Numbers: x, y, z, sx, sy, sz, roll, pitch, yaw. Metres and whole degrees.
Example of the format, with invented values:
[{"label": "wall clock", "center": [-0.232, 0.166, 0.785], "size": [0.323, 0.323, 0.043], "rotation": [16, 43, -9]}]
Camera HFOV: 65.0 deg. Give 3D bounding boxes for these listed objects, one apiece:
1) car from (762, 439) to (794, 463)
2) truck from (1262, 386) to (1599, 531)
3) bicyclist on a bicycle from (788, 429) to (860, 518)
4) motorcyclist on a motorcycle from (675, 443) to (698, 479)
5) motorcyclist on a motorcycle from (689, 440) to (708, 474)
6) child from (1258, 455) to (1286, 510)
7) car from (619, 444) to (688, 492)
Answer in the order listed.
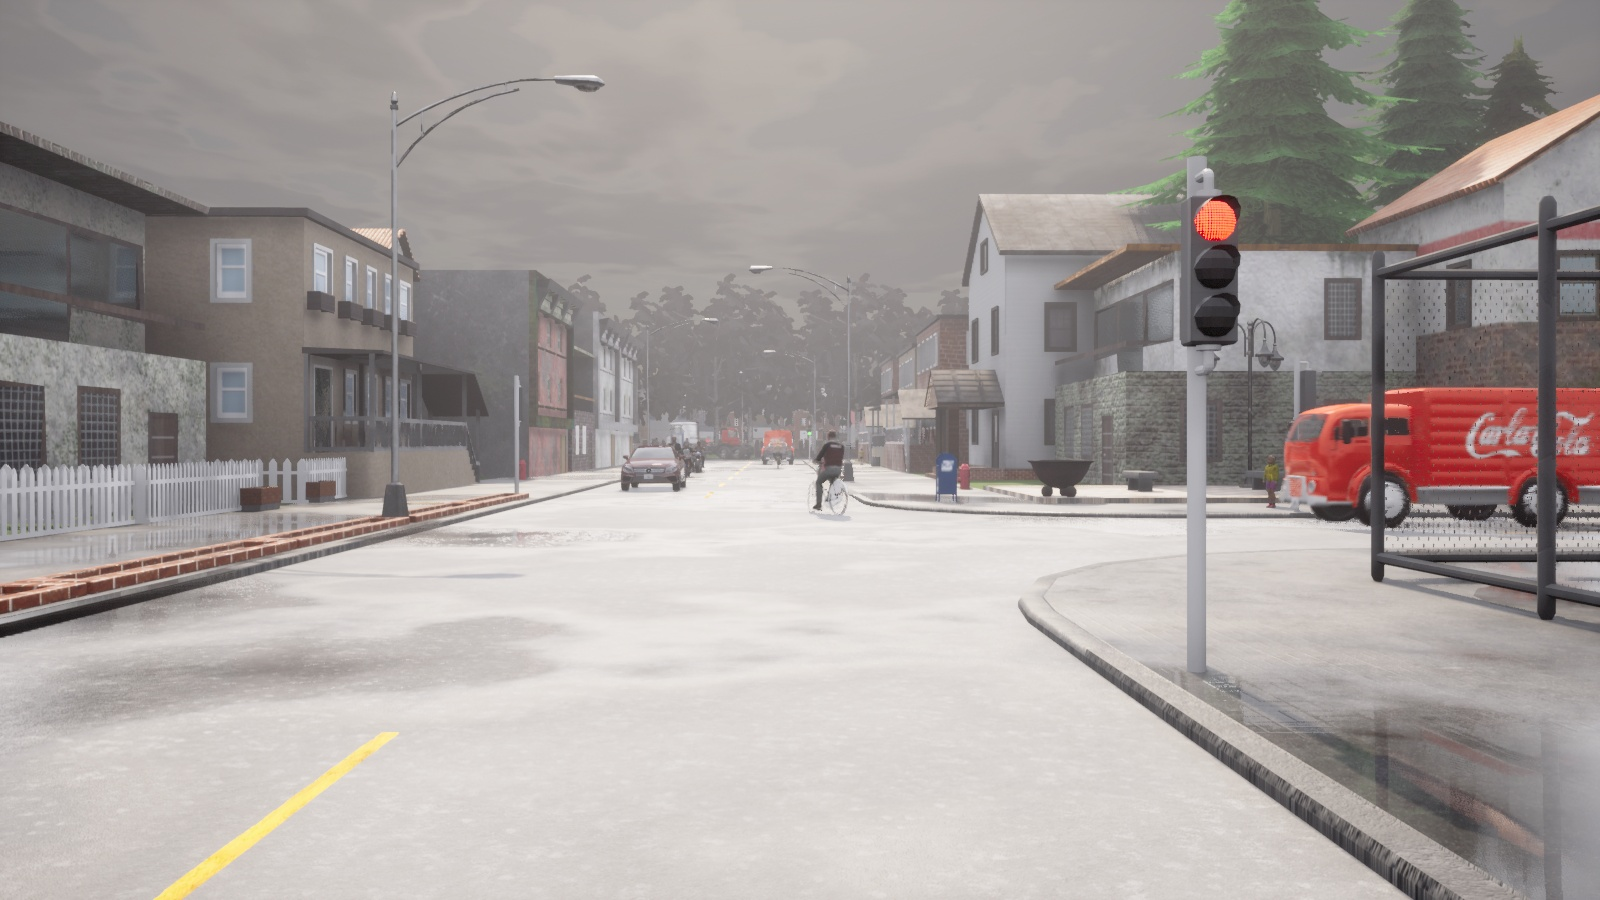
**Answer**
[{"label": "car", "center": [-1.559, 0.023, 88.673], "size": [2.152, 1.651, 5.027], "rotation": [0, 0, -1]}, {"label": "truck", "center": [11.485, 0.140, 22.794], "size": [5.204, 2.467, 2.627], "rotation": [0, 0, -1]}, {"label": "bicyclist on a bicycle", "center": [0.474, 0.471, 26.012], "size": [0.659, 1.776, 1.843], "rotation": [3, -1, -26]}, {"label": "motorcyclist on a motorcycle", "center": [-4.953, 0.467, 55.038], "size": [0.866, 1.530, 2.191], "rotation": [0, 0, -1]}, {"label": "motorcyclist on a motorcycle", "center": [-5.101, 0.336, 63.268], "size": [0.766, 1.649, 2.350], "rotation": [0, 0, -1]}, {"label": "child", "center": [10.032, 0.690, 26.706], "size": [0.473, 1.160, 0.299], "rotation": [0, 0, -21]}, {"label": "car", "center": [-4.706, 0.538, 40.827], "size": [1.812, 1.442, 4.674], "rotation": [0, 0, -2]}]
